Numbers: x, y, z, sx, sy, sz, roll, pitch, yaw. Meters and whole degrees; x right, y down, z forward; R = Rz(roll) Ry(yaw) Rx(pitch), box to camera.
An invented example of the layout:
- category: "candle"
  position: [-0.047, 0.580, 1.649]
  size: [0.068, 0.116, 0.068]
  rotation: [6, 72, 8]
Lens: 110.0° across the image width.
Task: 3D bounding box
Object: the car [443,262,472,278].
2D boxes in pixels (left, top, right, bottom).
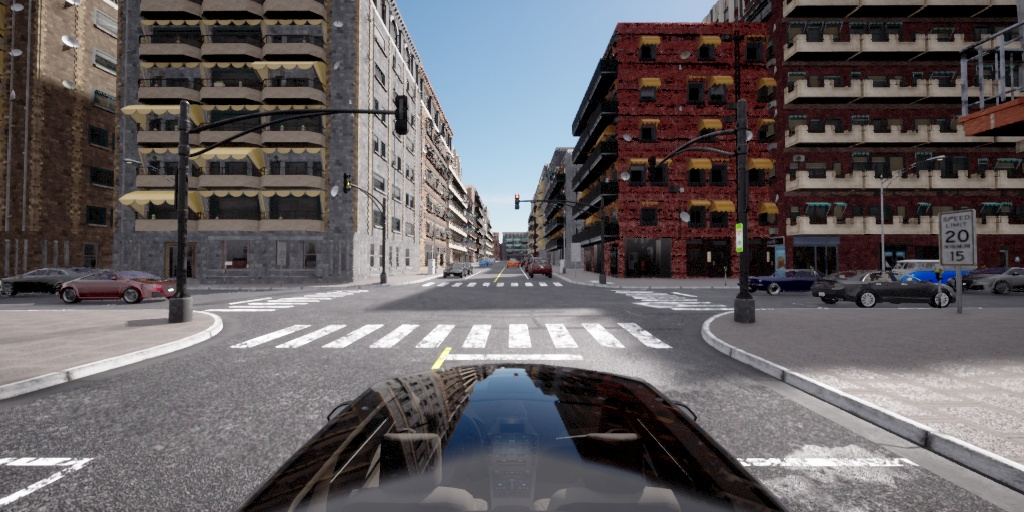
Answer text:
- category: "car"
  position: [-5.271, 1.328, 33.661]
  size: [1.948, 1.339, 4.313]
  rotation: [0, 0, 0]

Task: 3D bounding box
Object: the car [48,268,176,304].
- category: "car"
  position: [-17.188, 1.340, 15.984]
  size: [4.181, 1.385, 1.994]
  rotation: [0, -1, 0]

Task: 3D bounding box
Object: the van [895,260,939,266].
- category: "van"
  position: [24.929, 1.115, 21.224]
  size: [3.998, 1.789, 1.690]
  rotation: [0, 0, 0]

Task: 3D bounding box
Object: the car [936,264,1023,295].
- category: "car"
  position: [25.574, 1.285, 18.774]
  size: [4.181, 1.385, 1.994]
  rotation: [0, -1, 0]

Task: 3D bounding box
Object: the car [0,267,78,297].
- category: "car"
  position: [-24.000, 1.350, 18.959]
  size: [4.902, 1.511, 2.128]
  rotation: [0, -1, 0]

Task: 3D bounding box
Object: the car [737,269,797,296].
- category: "car"
  position: [14.575, 1.347, 18.812]
  size: [4.718, 1.301, 1.895]
  rotation: [0, -1, -2]

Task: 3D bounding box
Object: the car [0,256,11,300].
- category: "car"
  position: [-26.677, 1.027, 16.026]
  size: [5.566, 2.045, 2.150]
  rotation: [0, -1, 0]

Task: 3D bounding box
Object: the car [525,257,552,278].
- category: "car"
  position: [2.610, 1.077, 33.695]
  size: [2.192, 1.841, 5.009]
  rotation: [0, 0, 0]

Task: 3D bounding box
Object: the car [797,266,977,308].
- category: "car"
  position: [13.761, 1.185, 13.387]
  size: [4.403, 1.370, 2.007]
  rotation: [0, 0, 0]

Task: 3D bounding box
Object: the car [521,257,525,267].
- category: "car"
  position: [2.625, 1.086, 44.819]
  size: [2.192, 1.841, 5.009]
  rotation: [0, 0, 0]

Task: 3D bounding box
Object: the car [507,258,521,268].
- category: "car"
  position: [0.181, 1.176, 63.729]
  size: [2.097, 1.767, 4.553]
  rotation: [0, 0, 0]
